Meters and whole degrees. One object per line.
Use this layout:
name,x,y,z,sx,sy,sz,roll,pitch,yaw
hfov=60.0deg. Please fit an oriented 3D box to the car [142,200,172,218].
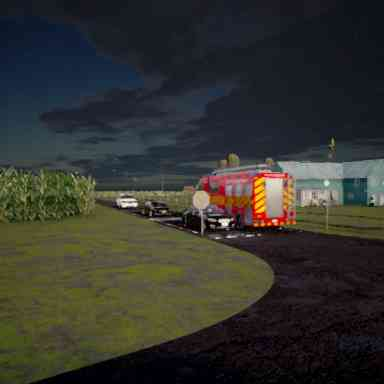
car,-3.394,1.566,31.517,1.837,1.490,4.892,-1,0,-22

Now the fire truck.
fire truck,3.179,0.351,22.557,2.891,3.827,8.468,-1,0,-21

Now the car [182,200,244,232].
car,0.905,1.527,20.579,2.128,1.511,4.902,-1,0,-22

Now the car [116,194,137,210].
car,-9.133,1.330,46.223,2.150,2.045,5.566,-1,0,-21
